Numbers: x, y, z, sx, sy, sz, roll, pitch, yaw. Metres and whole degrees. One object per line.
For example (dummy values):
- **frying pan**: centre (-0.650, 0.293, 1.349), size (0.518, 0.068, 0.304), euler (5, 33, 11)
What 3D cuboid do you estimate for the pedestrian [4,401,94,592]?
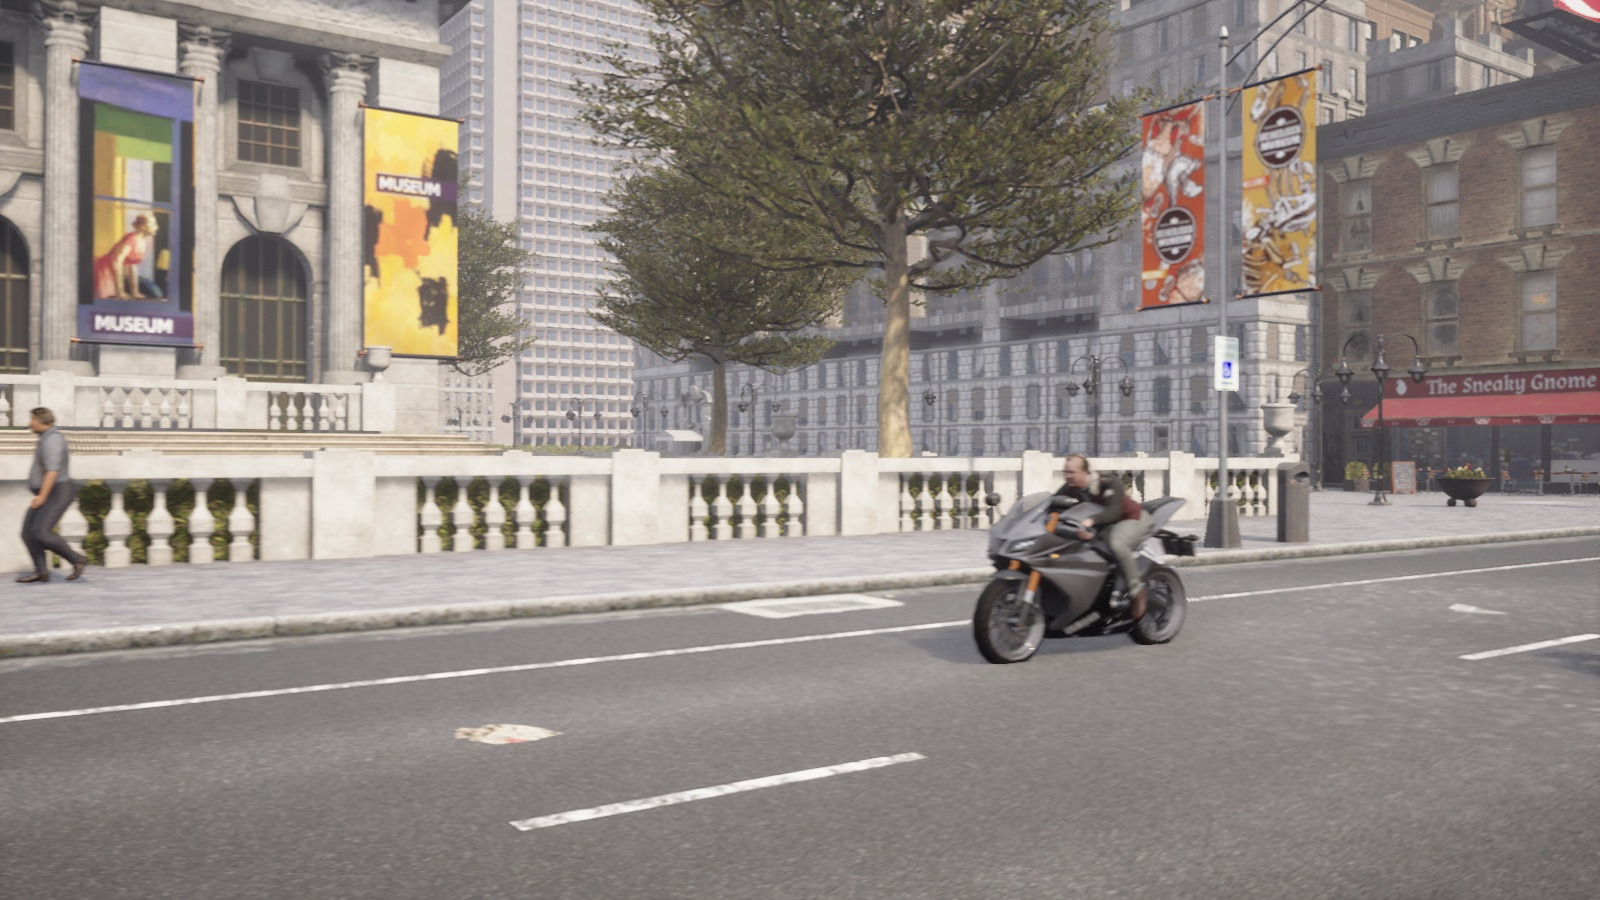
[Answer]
- **pedestrian**: centre (-7.520, 0.448, 12.581), size (0.694, 1.848, 0.540), euler (0, 0, -40)

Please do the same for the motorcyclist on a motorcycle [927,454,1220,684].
- **motorcyclist on a motorcycle**: centre (2.071, 0.798, 9.363), size (2.191, 1.530, 0.866), euler (0, 0, -35)
